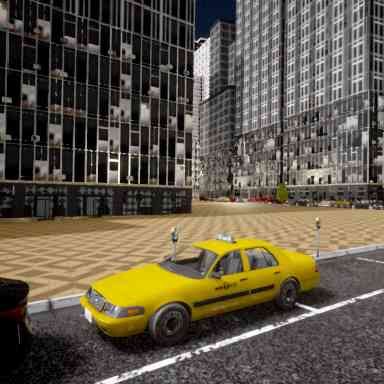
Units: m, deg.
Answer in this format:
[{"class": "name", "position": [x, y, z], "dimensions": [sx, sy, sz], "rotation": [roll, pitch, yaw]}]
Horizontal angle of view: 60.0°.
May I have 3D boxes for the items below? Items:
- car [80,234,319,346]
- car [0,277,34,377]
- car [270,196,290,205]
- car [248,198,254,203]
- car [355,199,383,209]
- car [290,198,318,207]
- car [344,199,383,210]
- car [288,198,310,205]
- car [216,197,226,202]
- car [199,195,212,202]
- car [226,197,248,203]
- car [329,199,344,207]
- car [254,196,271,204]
[{"class": "car", "position": [0.435, 1.528, 6.341], "dimensions": [4.829, 1.417, 1.752], "rotation": [0, 1, -35]}, {"class": "car", "position": [-3.928, 1.565, 3.283], "dimensions": [4.313, 1.339, 1.947], "rotation": [0, 1, -36]}, {"class": "car", "position": [16.284, 1.636, 58.749], "dimensions": [1.967, 1.590, 4.097], "rotation": [1, -1, -22]}, {"class": "car", "position": [15.133, 2.052, 82.460], "dimensions": [1.802, 1.307, 4.206], "rotation": [1, -1, -22]}, {"class": "car", "position": [27.793, 1.833, 51.372], "dimensions": [2.008, 1.369, 4.403], "rotation": [1, -1, -22]}, {"class": "car", "position": [18.391, 1.716, 53.568], "dimensions": [2.008, 1.369, 4.403], "rotation": [1, -1, -22]}, {"class": "car", "position": [22.609, 1.653, 43.210], "dimensions": [2.008, 1.369, 4.403], "rotation": [1, -1, -22]}, {"class": "car", "position": [21.463, 1.927, 66.916], "dimensions": [2.008, 1.369, 4.403], "rotation": [1, -1, -22]}, {"class": "car", "position": [7.911, 1.845, 79.306], "dimensions": [1.752, 1.417, 4.829], "rotation": [1, -1, -22]}, {"class": "car", "position": [3.632, 1.698, 89.824], "dimensions": [2.192, 1.841, 5.009], "rotation": [1, -1, -22]}, {"class": "car", "position": [9.957, 1.730, 74.286], "dimensions": [1.967, 1.590, 4.097], "rotation": [1, -1, -22]}, {"class": "car", "position": [25.619, 1.840, 56.711], "dimensions": [1.752, 1.417, 4.829], "rotation": [1, -1, -22]}, {"class": "car", "position": [17.247, 1.754, 77.282], "dimensions": [2.192, 1.841, 5.009], "rotation": [1, -1, -22]}]
